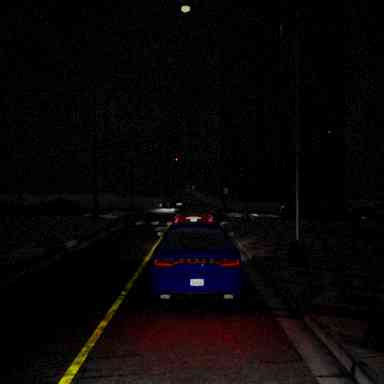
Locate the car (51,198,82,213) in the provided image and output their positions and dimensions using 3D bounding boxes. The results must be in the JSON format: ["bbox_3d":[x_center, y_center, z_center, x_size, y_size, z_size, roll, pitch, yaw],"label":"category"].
[{"bbox_3d":[-13.683,1.351,34.100,4.674,1.442,1.812,1,0,-1],"label":"car"}]

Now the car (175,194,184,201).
[{"bbox_3d":[-3.064,1.318,82.581,1.837,1.490,4.892,0,0,0],"label":"car"}]

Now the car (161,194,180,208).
[{"bbox_3d":[-3.133,1.488,46.469,2.128,1.511,4.902,0,0,0],"label":"car"}]

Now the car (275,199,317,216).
[{"bbox_3d":[10.930,1.537,34.155,4.553,1.767,2.097,1,0,0],"label":"car"}]

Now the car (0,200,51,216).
[{"bbox_3d":[-14.792,1.364,28.195,4.403,1.369,2.008,1,-1,0],"label":"car"}]

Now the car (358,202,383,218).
[{"bbox_3d":[19.896,1.849,34.163,4.674,1.442,1.812,1,0,0],"label":"car"}]

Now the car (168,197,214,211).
[{"bbox_3d":[0.108,1.350,17.615,2.097,1.767,4.553,0,0,1],"label":"car"}]

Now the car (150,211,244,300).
[{"bbox_3d":[0.095,1.477,8.461,1.882,1.535,5.008,0,0,0],"label":"car"}]

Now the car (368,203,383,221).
[{"bbox_3d":[17.929,1.822,28.311,4.829,1.417,1.752,1,-1,0],"label":"car"}]

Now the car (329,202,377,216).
[{"bbox_3d":[17.762,1.839,36.835,4.403,1.369,2.008,1,-1,0],"label":"car"}]

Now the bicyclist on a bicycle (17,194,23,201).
[{"bbox_3d":[-20.523,1.027,39.675,0.582,1.620,1.656,1,0,0],"label":"bicyclist on a bicycle"}]

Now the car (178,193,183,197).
[{"bbox_3d":[-3.069,1.488,67.256,2.128,1.511,4.902,0,0,0],"label":"car"}]

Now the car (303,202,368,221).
[{"bbox_3d":[12.116,1.772,28.307,4.313,1.339,1.947,1,-1,0],"label":"car"}]
